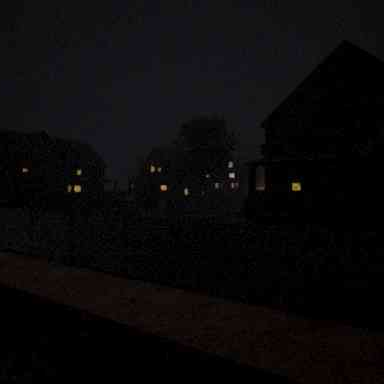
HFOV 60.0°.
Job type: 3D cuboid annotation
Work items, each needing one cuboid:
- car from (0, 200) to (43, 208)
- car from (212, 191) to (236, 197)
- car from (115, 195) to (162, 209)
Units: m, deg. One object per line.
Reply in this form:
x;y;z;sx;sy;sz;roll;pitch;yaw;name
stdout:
-11.987;1.236;20.872;2.033;1.411;5.357;1;2;35;car
4.279;0.597;43.624;1.994;1.385;4.181;1;2;36;car
-5.011;0.953;30.653;2.033;1.411;5.357;1;2;35;car
